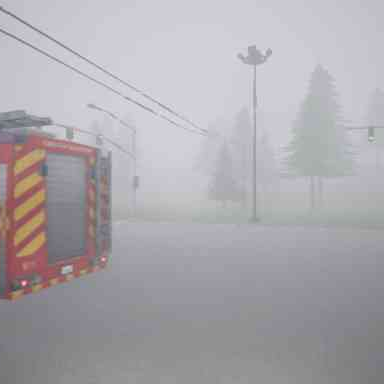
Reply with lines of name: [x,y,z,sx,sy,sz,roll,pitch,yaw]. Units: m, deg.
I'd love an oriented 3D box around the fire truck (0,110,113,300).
fire truck: [-6.350,0.342,8.541,8.468,3.827,2.891,0,0,22]
